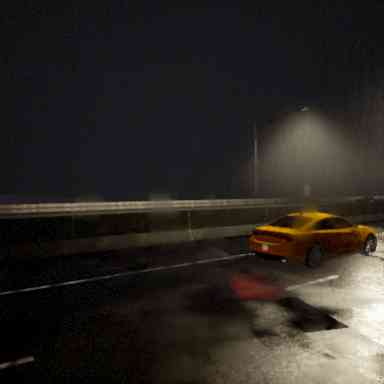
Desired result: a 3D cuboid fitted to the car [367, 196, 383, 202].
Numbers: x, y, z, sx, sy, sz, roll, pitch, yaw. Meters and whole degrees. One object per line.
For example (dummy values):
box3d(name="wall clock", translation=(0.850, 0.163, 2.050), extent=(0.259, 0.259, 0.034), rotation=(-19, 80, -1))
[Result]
box3d(name="car", translation=(25.176, 1.254, 42.666), extent=(4.902, 1.511, 2.128), rotation=(0, 0, -34))

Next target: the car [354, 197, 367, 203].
box3d(name="car", translation=(24.447, 1.320, 46.384), extent=(4.181, 1.385, 1.994), rotation=(0, 0, -34))

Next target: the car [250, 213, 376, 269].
box3d(name="car", translation=(4.142, 1.420, 11.003), extent=(5.008, 1.535, 1.882), rotation=(-1, 0, -35))
